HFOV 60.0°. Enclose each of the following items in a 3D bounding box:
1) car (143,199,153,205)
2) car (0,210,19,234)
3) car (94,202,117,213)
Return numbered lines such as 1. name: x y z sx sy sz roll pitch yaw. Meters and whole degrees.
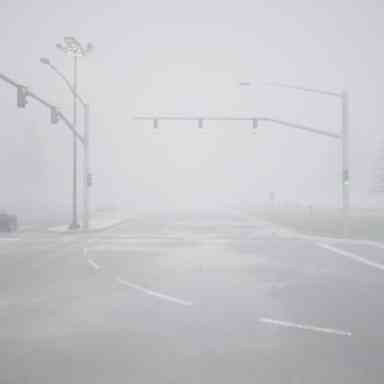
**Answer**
1. car: -10.967 2.507 83.805 1.812 1.442 4.674 0 -1 2
2. car: -11.505 1.766 18.319 2.128 1.511 4.902 0 0 0
3. car: -11.548 2.091 44.847 2.033 1.411 5.357 0 0 0
